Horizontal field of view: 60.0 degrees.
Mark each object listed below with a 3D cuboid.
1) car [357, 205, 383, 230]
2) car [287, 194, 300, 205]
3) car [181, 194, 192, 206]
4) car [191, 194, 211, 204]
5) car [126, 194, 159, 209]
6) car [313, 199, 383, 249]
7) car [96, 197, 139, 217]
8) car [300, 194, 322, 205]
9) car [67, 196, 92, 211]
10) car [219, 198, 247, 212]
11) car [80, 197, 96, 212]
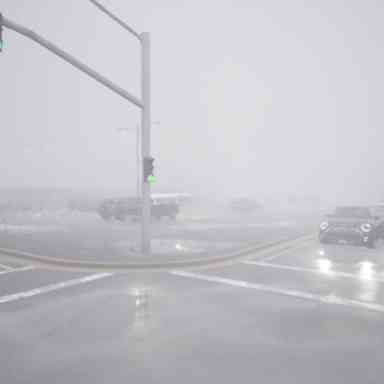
[{"bbox_3d":[12.437,1.608,21.991,1.994,1.385,4.181,0,0,36],"label":"car"},{"bbox_3d":[18.033,1.289,57.909,1.905,1.878,3.866,0,0,37],"label":"car"},{"bbox_3d":[-0.045,1.651,71.333,1.970,1.475,3.806,0,0,37],"label":"car"},{"bbox_3d":[2.269,1.396,69.596,1.905,1.878,3.866,0,0,37],"label":"car"},{"bbox_3d":[-8.176,1.395,55.530,1.932,1.855,4.605,0,0,37],"label":"car"},{"bbox_3d":[7.326,1.397,15.075,2.097,1.767,4.553,0,0,36],"label":"car"},{"bbox_3d":[-8.211,1.578,36.842,1.970,1.475,3.806,0,0,37],"label":"car"},{"bbox_3d":[20.322,1.270,56.137,1.932,1.855,4.605,0,0,37],"label":"car"},{"bbox_3d":[-12.716,1.366,40.134,1.932,1.855,4.605,0,0,37],"label":"car"},{"bbox_3d":[5.433,1.545,45.512,1.970,1.475,3.806,0,0,37],"label":"car"},{"bbox_3d":[-10.533,1.562,38.572,1.784,1.438,3.905,0,0,37],"label":"car"}]
